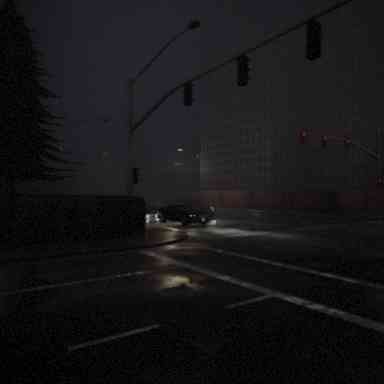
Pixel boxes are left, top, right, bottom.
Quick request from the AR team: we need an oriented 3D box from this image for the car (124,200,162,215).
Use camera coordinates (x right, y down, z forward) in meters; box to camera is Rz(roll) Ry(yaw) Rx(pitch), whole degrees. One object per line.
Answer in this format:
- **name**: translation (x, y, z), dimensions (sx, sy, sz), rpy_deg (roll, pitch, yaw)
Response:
- **car**: translation (-5.482, 1.593, 36.523), dimensions (2.033, 1.411, 5.357), rpy_deg (0, 0, -35)

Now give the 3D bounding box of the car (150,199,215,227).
- **car**: translation (-0.665, 1.528, 23.580), dimensions (2.128, 1.511, 4.902), rpy_deg (0, 0, -35)

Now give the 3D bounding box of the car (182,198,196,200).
- **car**: translation (-0.036, 1.398, 28.772), dimensions (2.097, 1.767, 4.553), rpy_deg (0, 0, -35)

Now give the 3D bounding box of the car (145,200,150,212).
- **car**: translation (-5.984, 1.637, 31.147), dimensions (1.895, 1.301, 4.718), rpy_deg (0, 0, -35)
